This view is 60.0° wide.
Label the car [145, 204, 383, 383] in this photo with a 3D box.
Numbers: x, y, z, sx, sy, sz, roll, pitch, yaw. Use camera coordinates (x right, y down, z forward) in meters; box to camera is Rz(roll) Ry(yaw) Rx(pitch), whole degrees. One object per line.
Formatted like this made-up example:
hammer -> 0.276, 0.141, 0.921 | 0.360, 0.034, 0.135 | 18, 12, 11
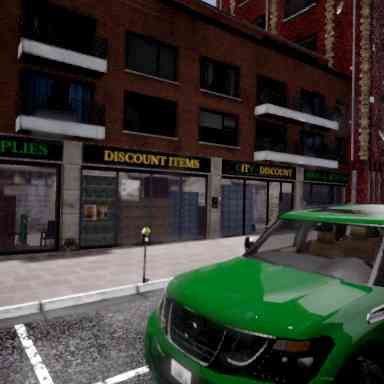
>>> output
car -> 2.151, 1.225, 4.489 | 5.566, 2.045, 2.150 | 0, 0, -36
